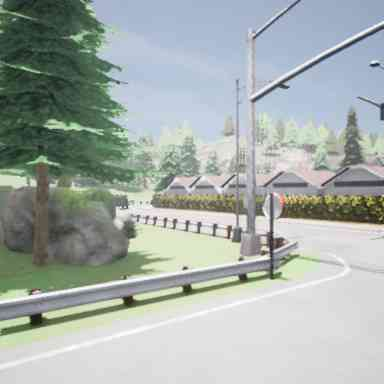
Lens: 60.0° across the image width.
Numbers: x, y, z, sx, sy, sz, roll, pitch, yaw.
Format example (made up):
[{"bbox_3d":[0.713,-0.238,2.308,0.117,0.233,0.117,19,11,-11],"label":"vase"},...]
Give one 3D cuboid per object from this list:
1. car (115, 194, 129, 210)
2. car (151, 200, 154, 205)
[{"bbox_3d":[-10.141,1.354,46.195,2.150,2.045,5.566,0,0,-21],"label":"car"},{"bbox_3d":[-5.076,1.660,58.422,4.181,1.385,1.994,0,0,-40],"label":"car"}]
